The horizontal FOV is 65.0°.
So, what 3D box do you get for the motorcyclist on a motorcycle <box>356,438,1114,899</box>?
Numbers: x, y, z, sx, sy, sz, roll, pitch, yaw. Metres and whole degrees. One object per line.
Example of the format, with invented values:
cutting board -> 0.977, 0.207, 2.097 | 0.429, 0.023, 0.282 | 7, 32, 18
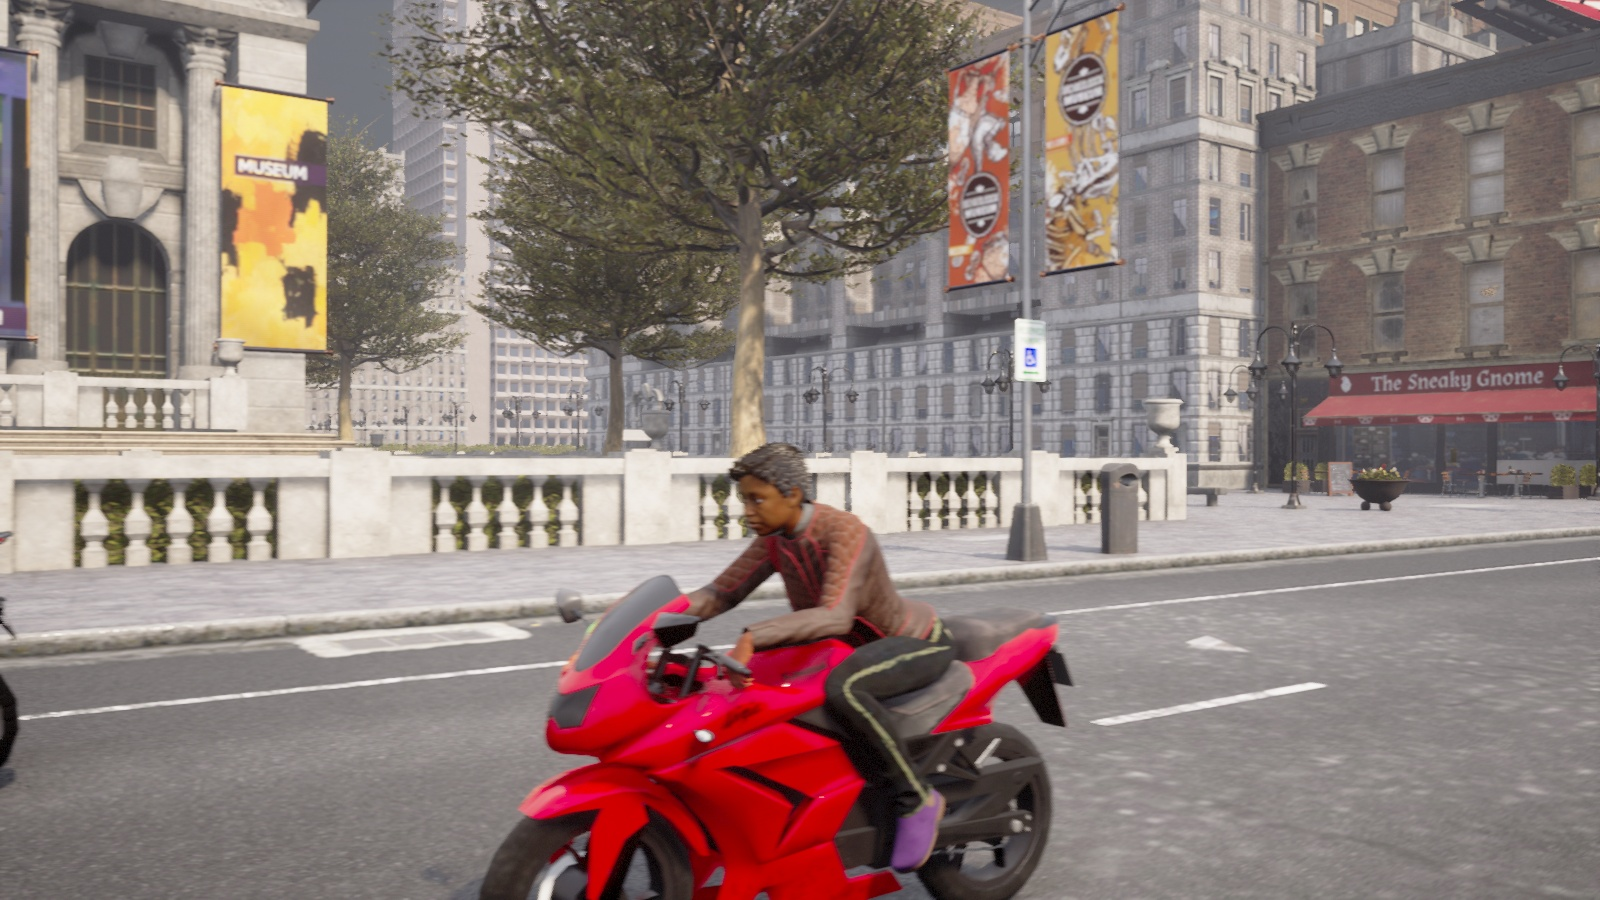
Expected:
motorcyclist on a motorcycle -> -0.108, 0.736, 3.584 | 2.044, 1.523, 0.797 | 0, 0, -35
